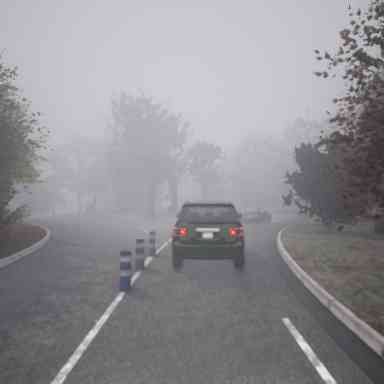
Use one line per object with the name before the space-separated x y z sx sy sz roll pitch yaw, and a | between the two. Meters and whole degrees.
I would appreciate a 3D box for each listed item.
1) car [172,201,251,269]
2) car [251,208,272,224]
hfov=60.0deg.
car | 0.599 1.331 11.663 2.150 2.045 5.566 0 -1 4
car | 5.987 2.173 30.799 1.994 1.385 4.181 -1 -2 30
